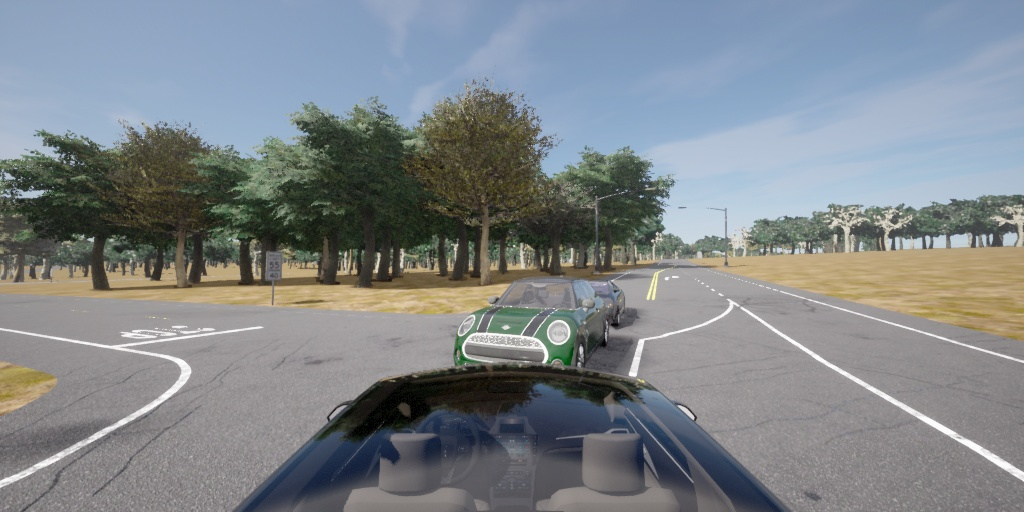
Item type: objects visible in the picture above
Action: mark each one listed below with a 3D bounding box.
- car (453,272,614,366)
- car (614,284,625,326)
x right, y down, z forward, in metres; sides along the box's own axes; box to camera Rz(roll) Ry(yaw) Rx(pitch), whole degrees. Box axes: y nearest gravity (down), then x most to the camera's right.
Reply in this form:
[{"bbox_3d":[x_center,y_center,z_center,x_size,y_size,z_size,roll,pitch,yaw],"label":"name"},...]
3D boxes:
[{"bbox_3d":[0.686,1.222,7.430,2.097,1.767,4.553,-1,-2,22],"label":"car"},{"bbox_3d":[2.913,1.553,12.861,1.994,1.385,4.181,-2,0,22],"label":"car"}]
